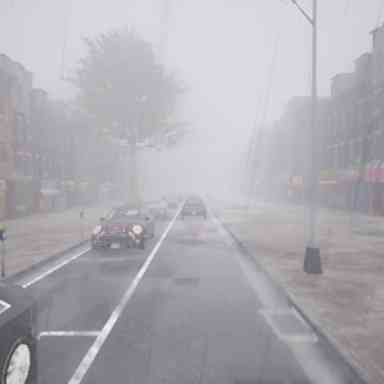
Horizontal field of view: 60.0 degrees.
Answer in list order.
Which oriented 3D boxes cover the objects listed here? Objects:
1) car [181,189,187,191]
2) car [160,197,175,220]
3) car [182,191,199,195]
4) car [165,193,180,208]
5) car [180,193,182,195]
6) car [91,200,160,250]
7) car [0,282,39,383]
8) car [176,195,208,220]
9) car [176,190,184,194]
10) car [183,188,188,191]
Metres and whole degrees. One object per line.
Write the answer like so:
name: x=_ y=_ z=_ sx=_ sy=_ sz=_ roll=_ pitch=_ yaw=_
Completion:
car: x=-2.498 y=0.704 z=63.156 sx=1.947 sy=1.339 sz=4.313 roll=0 pitch=1 yaw=0
car: x=-2.591 y=1.285 z=24.409 sx=2.008 sy=1.369 sz=4.403 roll=-1 pitch=1 yaw=0
car: x=0.196 y=0.980 z=41.899 sx=2.128 sy=1.511 sz=4.902 roll=0 pitch=1 yaw=0
car: x=-2.565 y=1.127 z=35.478 sx=1.887 sy=1.381 sz=4.507 roll=-1 pitch=1 yaw=0
car: x=-2.551 y=1.083 z=41.013 sx=1.802 sy=1.307 sz=4.206 roll=0 pitch=1 yaw=0
car: x=-2.618 y=1.306 z=13.338 sx=1.967 sy=1.590 sz=4.097 roll=-1 pitch=1 yaw=0
car: x=-2.643 y=1.529 z=2.270 sx=2.008 sy=1.369 sz=4.403 roll=-1 pitch=1 yaw=0
car: x=0.156 y=1.217 z=25.211 sx=2.128 sy=1.511 sz=4.902 roll=0 pitch=1 yaw=0
car: x=-2.527 y=0.881 z=52.079 sx=1.887 sy=1.381 sz=4.507 roll=0 pitch=1 yaw=0
car: x=-2.456 y=0.304 z=79.771 sx=1.802 sy=1.307 sz=4.206 roll=0 pitch=2 yaw=0
